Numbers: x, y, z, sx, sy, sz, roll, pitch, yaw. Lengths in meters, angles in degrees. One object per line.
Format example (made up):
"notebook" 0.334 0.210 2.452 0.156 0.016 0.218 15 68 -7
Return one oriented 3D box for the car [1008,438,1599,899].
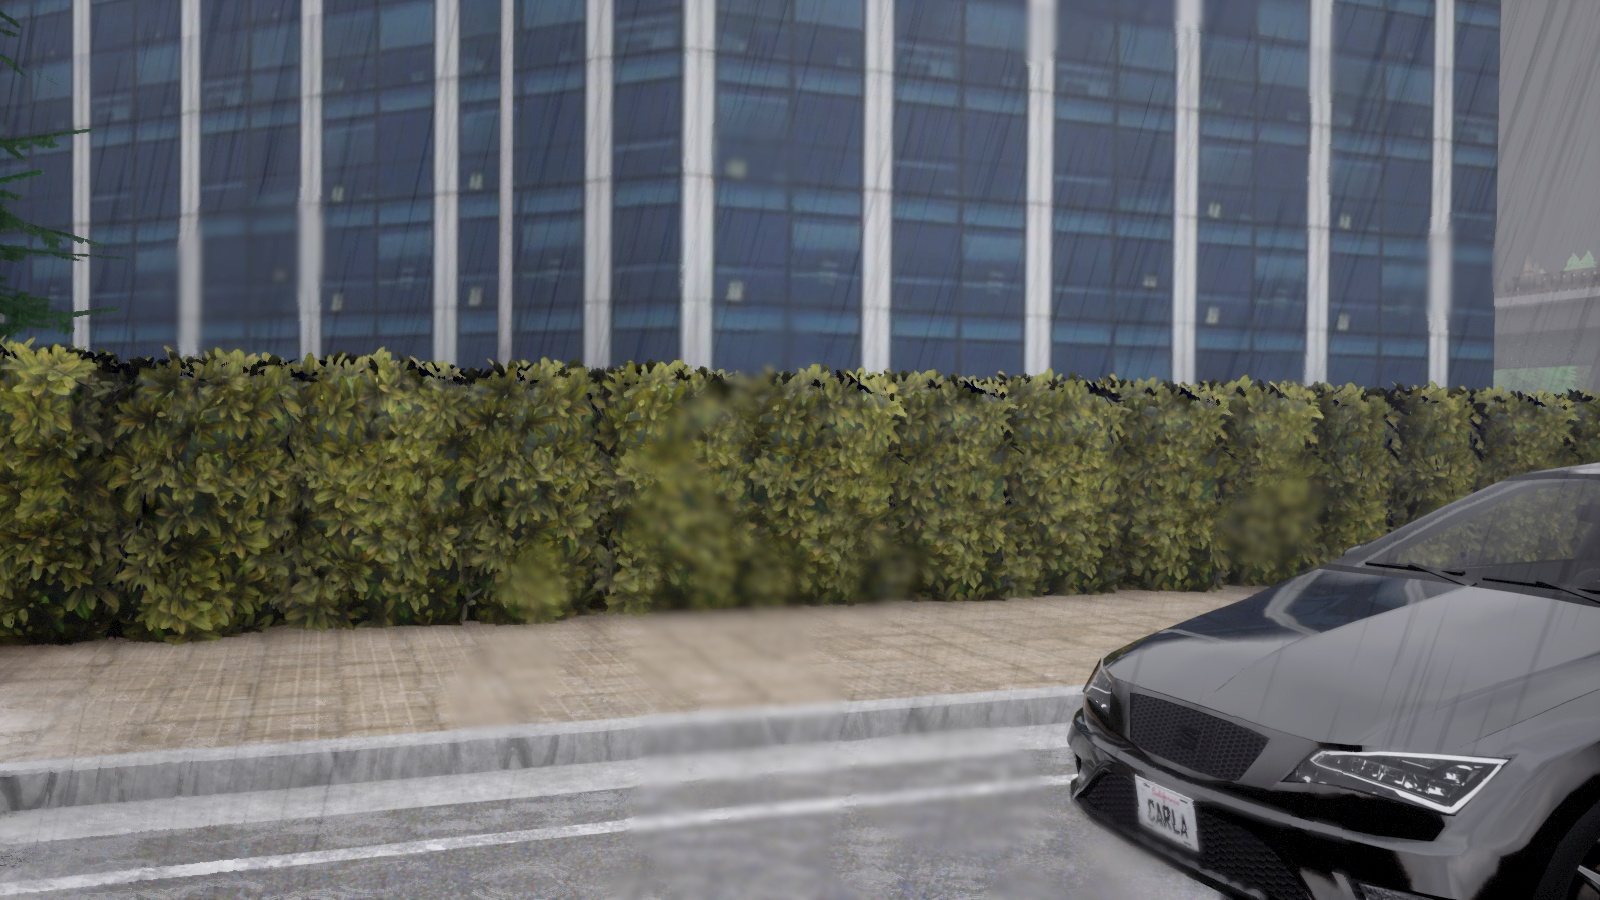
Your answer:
"car" 3.034 0.707 4.392 4.193 1.474 1.816 -1 1 -21
